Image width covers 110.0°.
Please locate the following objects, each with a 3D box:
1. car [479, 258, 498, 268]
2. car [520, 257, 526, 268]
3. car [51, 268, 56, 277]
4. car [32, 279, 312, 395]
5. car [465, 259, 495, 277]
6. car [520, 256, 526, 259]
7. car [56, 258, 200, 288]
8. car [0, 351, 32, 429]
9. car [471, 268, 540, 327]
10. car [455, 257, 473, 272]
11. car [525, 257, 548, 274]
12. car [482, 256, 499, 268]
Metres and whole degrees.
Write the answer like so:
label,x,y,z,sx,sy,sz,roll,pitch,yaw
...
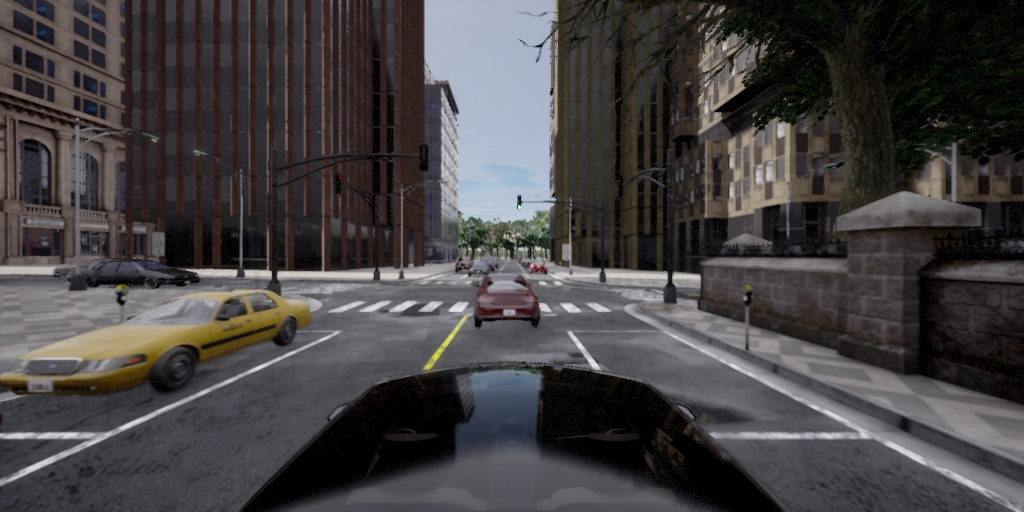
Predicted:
label,x,y,z,sx,sy,sz,roll,pitch,yaw
car,-3.077,1.285,44.926,1.895,1.301,4.718,0,0,0
car,2.764,1.221,55.244,2.007,1.370,4.403,0,0,0
car,-24.107,0.818,21.617,5.357,1.411,2.033,1,0,0
car,-5.763,1.266,6.792,1.751,1.417,4.829,0,0,0
car,-3.084,1.262,34.931,1.994,1.385,4.181,0,0,1
car,2.764,1.209,60.682,1.888,1.381,4.507,0,0,0
car,-19.315,0.919,18.417,5.357,1.411,2.033,1,0,0
car,-5.763,1.190,1.505,1.967,1.591,4.097,0,0,0
car,-0.267,1.263,11.335,1.812,1.442,4.674,0,0,-5
car,-5.762,0.999,44.370,2.192,1.841,5.009,0,0,0
car,2.764,1.132,38.932,1.967,1.591,4.097,0,0,0
car,-3.003,1.162,55.308,2.128,1.511,4.902,0,0,0
